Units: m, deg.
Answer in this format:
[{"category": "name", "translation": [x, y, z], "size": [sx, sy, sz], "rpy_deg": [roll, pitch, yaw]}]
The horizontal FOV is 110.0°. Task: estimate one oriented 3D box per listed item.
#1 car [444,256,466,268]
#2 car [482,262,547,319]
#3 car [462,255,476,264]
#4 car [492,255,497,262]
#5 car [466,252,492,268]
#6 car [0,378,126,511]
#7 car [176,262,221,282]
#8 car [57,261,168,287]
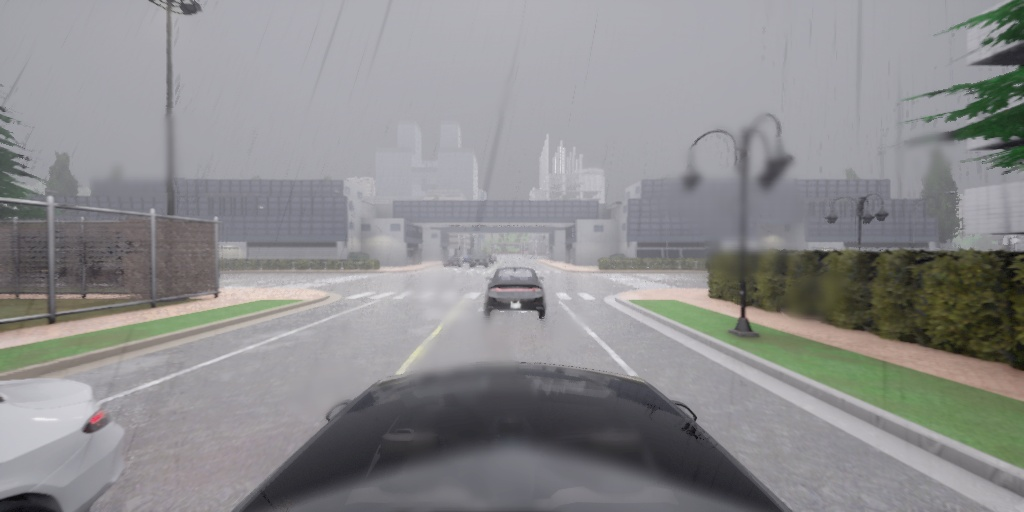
[{"category": "car", "translation": [-7.731, 0.838, 47.502], "size": [1.994, 1.385, 4.181], "rpy_deg": [0, 1, 0]}, {"category": "car", "translation": [0.103, 1.130, 12.268], "size": [2.128, 1.511, 4.902], "rpy_deg": [0, 1, 0]}, {"category": "car", "translation": [-7.647, 0.569, 64.586], "size": [1.882, 1.535, 5.008], "rpy_deg": [0, 1, 0]}, {"category": "car", "translation": [-4.182, 0.483, 61.192], "size": [2.097, 1.767, 4.553], "rpy_deg": [0, 0, 1]}, {"category": "car", "translation": [-4.240, 0.503, 46.905], "size": [2.150, 2.045, 5.566], "rpy_deg": [0, 1, 0]}, {"category": "car", "translation": [-3.580, 1.288, 0.527], "size": [1.812, 1.442, 4.674], "rpy_deg": [0, 1, 0]}, {"category": "car", "translation": [-22.825, 1.080, 24.903], "size": [4.181, 1.385, 1.994], "rpy_deg": [0, 1, 0]}, {"category": "car", "translation": [-23.959, 1.045, 21.412], "size": [4.902, 1.511, 2.128], "rpy_deg": [0, 1, 1]}]
